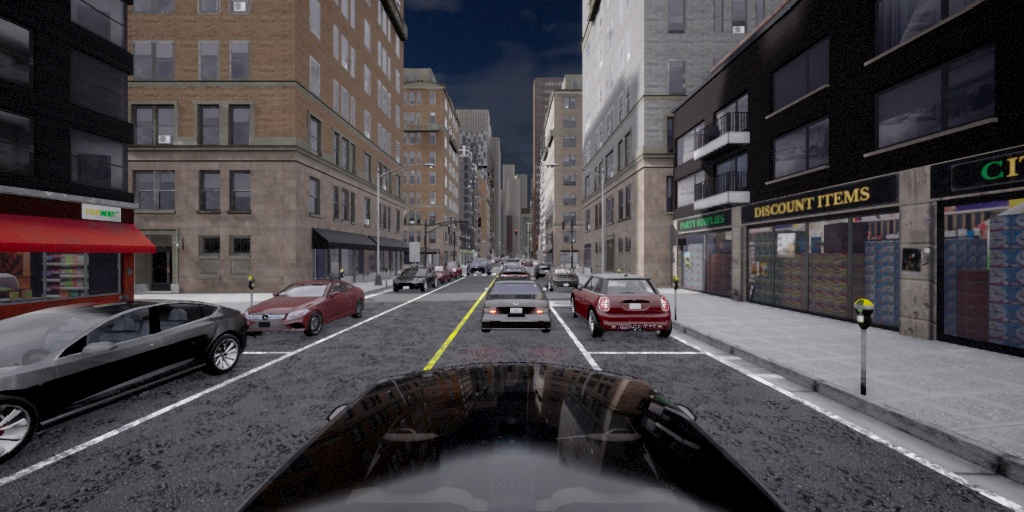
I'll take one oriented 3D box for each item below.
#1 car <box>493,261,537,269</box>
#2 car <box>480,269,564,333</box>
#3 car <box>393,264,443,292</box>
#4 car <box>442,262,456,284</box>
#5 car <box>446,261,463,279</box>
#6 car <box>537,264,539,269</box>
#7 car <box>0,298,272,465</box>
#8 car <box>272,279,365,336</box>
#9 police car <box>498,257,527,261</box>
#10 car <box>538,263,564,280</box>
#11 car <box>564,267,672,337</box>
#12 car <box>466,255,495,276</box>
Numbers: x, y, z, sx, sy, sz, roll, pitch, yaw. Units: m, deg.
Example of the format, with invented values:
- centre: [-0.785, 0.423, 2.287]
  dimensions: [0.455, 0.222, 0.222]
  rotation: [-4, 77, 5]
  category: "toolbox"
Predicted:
- centre: [0.132, 1.242, 21.266]
  dimensions: [2.128, 1.511, 4.902]
  rotation: [0, 0, 0]
  category: "car"
- centre: [0.111, 1.297, 10.743]
  dimensions: [2.033, 1.411, 5.357]
  rotation: [0, 0, 0]
  category: "car"
- centre: [-5.635, 1.316, 21.291]
  dimensions: [1.948, 1.339, 4.313]
  rotation: [0, 0, 0]
  category: "car"
- centre: [-5.625, 1.334, 26.792]
  dimensions: [1.802, 1.307, 4.207]
  rotation: [0, 0, 0]
  category: "car"
- centre: [-5.615, 1.193, 32.293]
  dimensions: [1.967, 1.591, 4.097]
  rotation: [0, 0, 0]
  category: "car"
- centre: [2.911, 1.319, 32.277]
  dimensions: [1.948, 1.339, 4.313]
  rotation: [0, 0, 0]
  category: "car"
- centre: [-5.666, 1.315, 4.787]
  dimensions: [1.948, 1.339, 4.313]
  rotation: [0, 0, 0]
  category: "car"
- centre: [-5.656, 1.332, 10.288]
  dimensions: [1.802, 1.307, 4.207]
  rotation: [0, 0, 0]
  category: "car"
- centre: [0.051, 1.178, 31.286]
  dimensions: [1.930, 1.638, 5.238]
  rotation: [0, 0, 0]
  category: "police car"
- centre: [2.890, 1.301, 21.275]
  dimensions: [2.007, 1.370, 4.403]
  rotation: [0, 0, 0]
  category: "car"
- centre: [2.870, 1.190, 10.272]
  dimensions: [1.967, 1.591, 4.097]
  rotation: [0, 0, 0]
  category: "car"
- centre: [-2.945, 0.826, 33.092]
  dimensions: [2.097, 1.767, 4.553]
  rotation: [0, 0, 0]
  category: "car"
